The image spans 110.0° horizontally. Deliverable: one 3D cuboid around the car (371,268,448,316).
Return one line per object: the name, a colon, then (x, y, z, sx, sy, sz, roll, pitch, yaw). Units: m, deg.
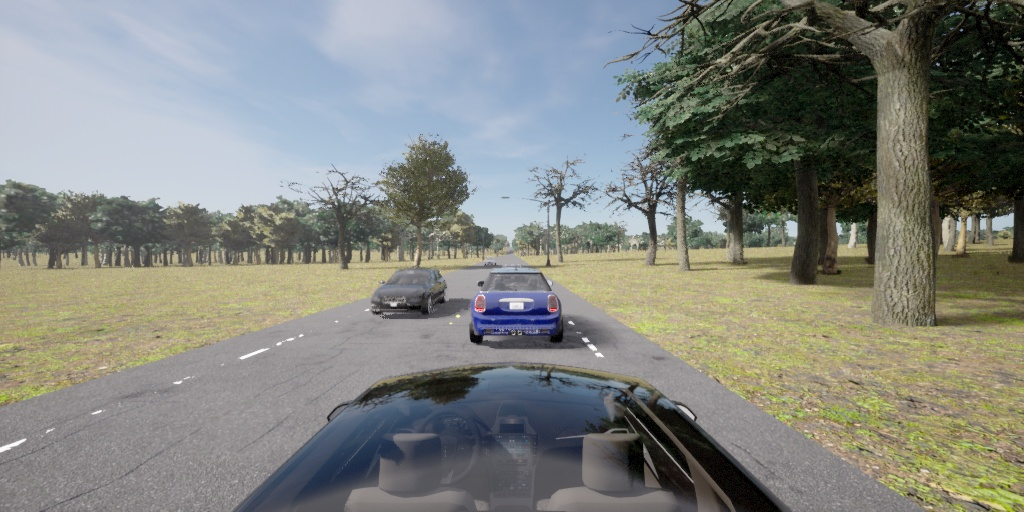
car: (-3.615, 1.226, 13.359, 1.837, 1.490, 4.892, 0, 0, 0)

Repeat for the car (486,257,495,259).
car: (-3.576, 0.922, 59.956, 1.812, 1.442, 4.674, 0, 0, 0)

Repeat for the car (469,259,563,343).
car: (0.088, 1.085, 9.819, 2.097, 1.767, 4.553, 0, 0, 0)

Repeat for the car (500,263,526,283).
car: (0.068, 1.256, 27.922, 1.895, 1.301, 4.718, 0, 0, 0)
